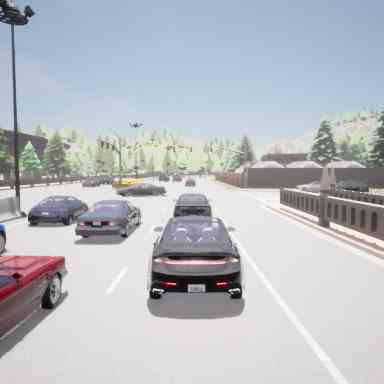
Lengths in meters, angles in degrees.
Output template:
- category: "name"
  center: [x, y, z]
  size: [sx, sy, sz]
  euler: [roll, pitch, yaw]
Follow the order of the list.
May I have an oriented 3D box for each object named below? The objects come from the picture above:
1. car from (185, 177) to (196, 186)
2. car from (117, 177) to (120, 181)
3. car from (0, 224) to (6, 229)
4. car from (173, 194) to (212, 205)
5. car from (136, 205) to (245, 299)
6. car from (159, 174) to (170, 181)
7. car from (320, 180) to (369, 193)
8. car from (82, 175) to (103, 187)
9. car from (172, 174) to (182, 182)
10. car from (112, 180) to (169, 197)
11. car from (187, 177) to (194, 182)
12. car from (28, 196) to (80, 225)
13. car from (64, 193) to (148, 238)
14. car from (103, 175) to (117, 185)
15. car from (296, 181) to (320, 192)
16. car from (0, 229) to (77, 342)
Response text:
- category: "car"
  center: [-0.253, -1.849, 62.748]
  size: [1.812, 1.442, 4.674]
  euler: [0, 4, 0]
- category: "car"
  center: [-17.901, -2.846, 79.376]
  size: [1.812, 1.442, 4.674]
  euler: [0, 3, 0]
- category: "car"
  center: [-6.937, 1.282, 8.831]
  size: [1.882, 1.535, 5.008]
  euler: [0, 2, 0]
- category: "car"
  center: [0.024, 0.814, 17.464]
  size: [1.882, 1.535, 5.008]
  euler: [0, 3, -1]
- category: "car"
  center: [0.067, 1.327, 8.043]
  size: [2.128, 1.511, 4.902]
  euler: [0, 2, 0]
- category: "car"
  center: [-7.440, -3.616, 86.986]
  size: [2.150, 2.045, 5.566]
  euler: [0, 3, 0]
- category: "car"
  center: [17.859, -0.578, 38.640]
  size: [4.553, 1.767, 2.097]
  euler: [0, 3, 2]
- category: "car"
  center: [-17.858, -1.795, 58.963]
  size: [2.097, 1.767, 4.553]
  euler: [0, 3, 0]
- category: "car"
  center: [-3.940, -3.618, 87.004]
  size: [2.150, 2.045, 5.566]
  euler: [0, 3, 0]
- category: "car"
  center: [-5.470, -0.206, 35.712]
  size: [5.357, 1.411, 2.033]
  euler: [-2, 4, -25]
- category: "car"
  center: [-0.479, -3.684, 94.532]
  size: [1.895, 1.301, 4.718]
  euler: [0, 3, 0]
- category: "car"
  center: [-6.981, 0.878, 17.804]
  size: [1.994, 1.385, 4.181]
  euler: [0, 3, 0]
- category: "car"
  center: [-3.466, 1.049, 14.626]
  size: [2.033, 1.411, 5.357]
  euler: [0, 3, 0]
- category: "car"
  center: [-17.847, -2.535, 69.193]
  size: [2.150, 2.045, 5.566]
  euler: [0, 3, 0]
- category: "car"
  center: [15.606, -0.619, 42.215]
  size: [4.674, 1.442, 1.812]
  euler: [0, 3, 2]
- category: "car"
  center: [-3.419, 1.539, 4.612]
  size: [1.895, 1.301, 4.718]
  euler: [0, 1, 0]
